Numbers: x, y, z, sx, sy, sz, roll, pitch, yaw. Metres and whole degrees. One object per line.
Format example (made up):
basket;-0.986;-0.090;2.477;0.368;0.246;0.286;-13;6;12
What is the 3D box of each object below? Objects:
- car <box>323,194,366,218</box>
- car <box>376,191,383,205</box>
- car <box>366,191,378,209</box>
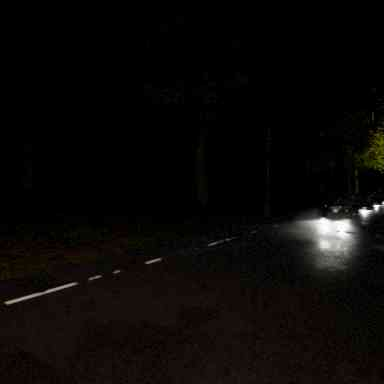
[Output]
car;11.003;0.960;24.311;2.128;1.511;4.902;2;2;34
car;22.121;0.767;40.724;1.994;1.385;4.181;2;2;34
car;16.501;0.897;32.462;1.994;1.385;4.181;2;2;34
